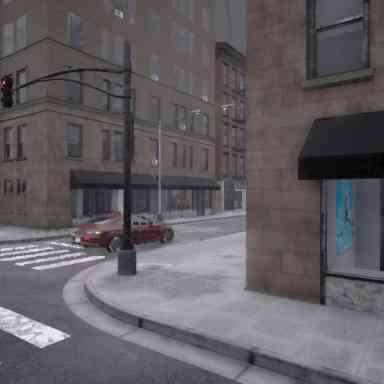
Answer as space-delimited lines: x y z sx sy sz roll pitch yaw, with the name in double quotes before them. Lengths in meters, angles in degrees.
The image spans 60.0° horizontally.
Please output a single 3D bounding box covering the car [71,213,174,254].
"car" -2.748 1.597 14.001 1.812 1.442 4.674 0 0 39
